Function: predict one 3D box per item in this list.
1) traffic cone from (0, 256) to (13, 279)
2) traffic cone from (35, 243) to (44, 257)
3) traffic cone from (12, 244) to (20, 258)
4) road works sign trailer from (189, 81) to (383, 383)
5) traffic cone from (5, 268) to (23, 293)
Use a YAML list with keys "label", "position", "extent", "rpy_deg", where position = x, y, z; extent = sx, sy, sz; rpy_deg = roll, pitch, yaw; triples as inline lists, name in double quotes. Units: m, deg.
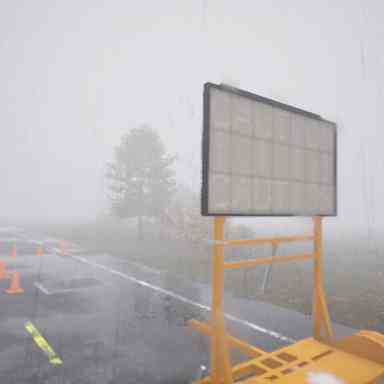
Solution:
- label: "traffic cone"
  position: [-5.814, 2.334, 10.243]
  extent: [0.340, 0.580, 0.340]
  rpy_deg: [3, -3, -37]
- label: "traffic cone"
  position: [-6.671, 2.525, 14.628]
  extent: [0.340, 0.580, 0.340]
  rpy_deg: [3, -3, -37]
- label: "traffic cone"
  position: [-7.463, 2.478, 14.019]
  extent: [0.340, 0.580, 0.340]
  rpy_deg: [3, -3, -37]
- label: "road works sign trailer"
  position: [0.888, 0.694, 4.092]
  extent: [2.380, 3.560, 2.880]
  rpy_deg: [3, -3, -37]
- label: "traffic cone"
  position: [-4.594, 2.285, 8.659]
  extent: [0.340, 0.580, 0.340]
  rpy_deg: [3, -3, -37]
